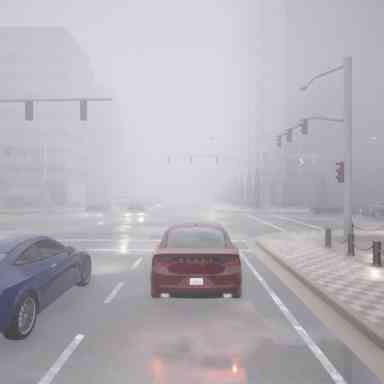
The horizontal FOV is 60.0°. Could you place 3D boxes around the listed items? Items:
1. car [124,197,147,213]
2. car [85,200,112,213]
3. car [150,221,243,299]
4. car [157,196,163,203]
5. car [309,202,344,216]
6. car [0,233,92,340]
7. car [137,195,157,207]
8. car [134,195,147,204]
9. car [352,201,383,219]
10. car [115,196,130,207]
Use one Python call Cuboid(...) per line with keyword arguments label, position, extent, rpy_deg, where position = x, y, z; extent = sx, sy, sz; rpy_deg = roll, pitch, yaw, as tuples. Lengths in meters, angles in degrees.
Cuboid(label="car", position=(-6.392, 1.588, 37.628), extent=(1.895, 1.301, 4.718), rpy_deg=(0, -1, -9))
Cuboid(label="car", position=(-10.525, 1.595, 37.594), extent=(1.895, 1.301, 4.718), rpy_deg=(0, 0, 0))
Cuboid(label="car", position=(0.097, 1.478, 8.535), extent=(1.882, 1.535, 5.008), rpy_deg=(0, 0, 0))
Cuboid(label="car", position=(-6.894, 1.488, 66.211), extent=(2.128, 1.511, 4.902), rpy_deg=(0, 0, 1))
Cuboid(label="car", position=(13.469, 1.545, 30.939), extent=(4.718, 1.301, 1.895), rpy_deg=(0, 0, 1))
Cuboid(label="car", position=(-3.417, 1.526, 6.407), extent=(1.812, 1.442, 4.674), rpy_deg=(0, 0, 0))
Cuboid(label="car", position=(-6.992, 1.526, 51.459), extent=(1.812, 1.442, 4.674), rpy_deg=(0, 0, 0))
Cuboid(label="car", position=(-10.371, 1.497, 67.452), extent=(1.837, 1.490, 4.892), rpy_deg=(0, 2, 0))
Cuboid(label="car", position=(16.335, 1.436, 27.413), extent=(4.902, 1.511, 2.128), rpy_deg=(0, 0, 0))
Cuboid(label="car", position=(-10.489, 1.351, 51.642), extent=(2.097, 1.767, 4.553), rpy_deg=(0, 0, 0))
